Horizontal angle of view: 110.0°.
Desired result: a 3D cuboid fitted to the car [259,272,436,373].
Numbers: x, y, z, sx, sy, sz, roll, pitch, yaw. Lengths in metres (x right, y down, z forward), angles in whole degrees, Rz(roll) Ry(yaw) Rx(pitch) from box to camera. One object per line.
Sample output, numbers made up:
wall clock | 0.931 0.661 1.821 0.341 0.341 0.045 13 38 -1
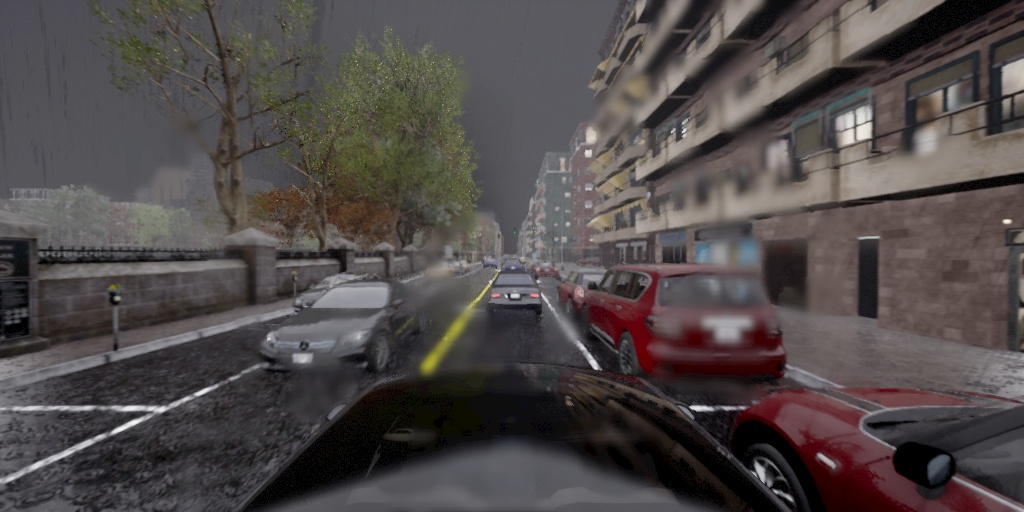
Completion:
car | -3.100 1.249 7.649 1.812 1.442 4.674 0 0 0

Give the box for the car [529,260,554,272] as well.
car | 2.692 1.069 29.376 1.967 1.591 4.097 0 0 0

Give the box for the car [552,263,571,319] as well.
car | 2.692 1.141 12.486 1.967 1.591 4.097 0 0 0

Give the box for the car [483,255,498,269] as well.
car | -2.999 1.030 51.318 1.882 1.535 5.008 0 0 0

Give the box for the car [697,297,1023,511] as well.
car | 2.692 1.192 1.225 1.967 1.591 4.097 0 0 0

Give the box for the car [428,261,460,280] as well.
car | -5.689 1.155 29.206 1.751 1.417 4.829 0 0 0

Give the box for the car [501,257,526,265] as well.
car | 0.098 0.970 32.161 2.097 1.767 4.553 0 0 0

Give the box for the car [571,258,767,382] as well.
car | 2.691 1.041 6.855 2.192 1.841 5.009 0 0 0

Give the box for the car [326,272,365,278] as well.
car | -5.689 1.252 12.486 2.007 1.370 4.403 0 0 0

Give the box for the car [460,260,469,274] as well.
car | -5.688 1.158 35.006 2.007 1.370 4.403 0 0 0

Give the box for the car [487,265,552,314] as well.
car | 0.099 1.245 13.384 2.033 1.411 5.357 0 0 0
